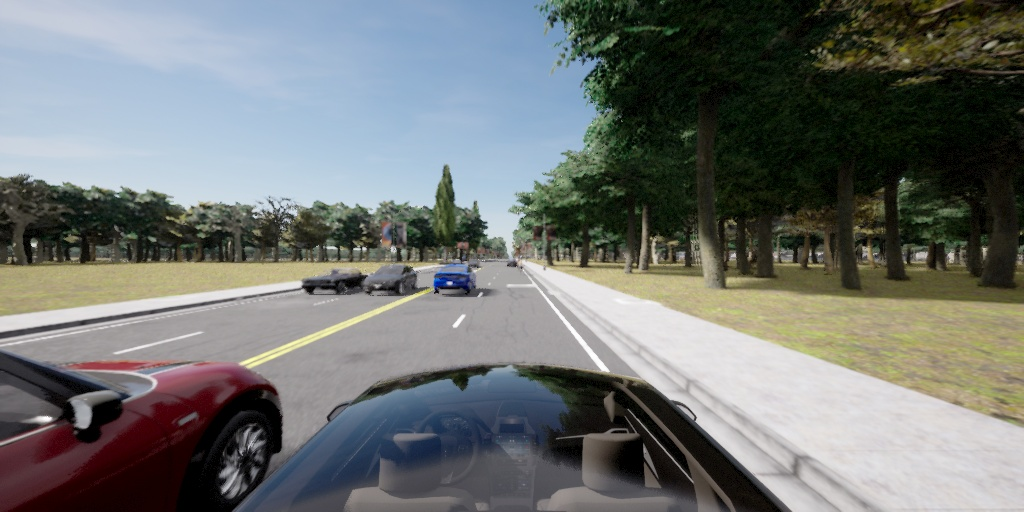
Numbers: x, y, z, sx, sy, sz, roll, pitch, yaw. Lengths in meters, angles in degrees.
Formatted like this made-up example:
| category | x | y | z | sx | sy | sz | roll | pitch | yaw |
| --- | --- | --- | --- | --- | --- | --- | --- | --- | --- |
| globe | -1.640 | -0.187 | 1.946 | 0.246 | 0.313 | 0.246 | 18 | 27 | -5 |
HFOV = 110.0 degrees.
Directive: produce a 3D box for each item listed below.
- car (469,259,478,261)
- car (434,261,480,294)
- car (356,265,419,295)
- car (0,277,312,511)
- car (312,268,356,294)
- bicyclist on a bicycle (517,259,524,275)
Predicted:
| category | x | y | z | sx | sy | sz | roll | pitch | yaw |
| --- | --- | --- | --- | --- | --- | --- | --- | --- | --- |
| car | -6.530 | 1.285 | 60.765 | 1.837 | 1.490 | 4.892 | 0 | 0 | 1 |
| car | -3.147 | 1.232 | 20.553 | 1.882 | 1.535 | 5.008 | 0 | 0 | 0 |
| car | -6.595 | 1.260 | 19.994 | 1.837 | 1.490 | 4.892 | 0 | 0 | 0 |
| car | -3.150 | 1.102 | 1.440 | 2.097 | 1.767 | 4.553 | 0 | 0 | 0 |
| car | -9.847 | 1.355 | 20.393 | 1.895 | 1.301 | 4.718 | 0 | 0 | 0 |
| bicyclist on a bicycle | 0.882 | 1.201 | 37.825 | 0.866 | 1.612 | 1.509 | 0 | 0 | 0 |
